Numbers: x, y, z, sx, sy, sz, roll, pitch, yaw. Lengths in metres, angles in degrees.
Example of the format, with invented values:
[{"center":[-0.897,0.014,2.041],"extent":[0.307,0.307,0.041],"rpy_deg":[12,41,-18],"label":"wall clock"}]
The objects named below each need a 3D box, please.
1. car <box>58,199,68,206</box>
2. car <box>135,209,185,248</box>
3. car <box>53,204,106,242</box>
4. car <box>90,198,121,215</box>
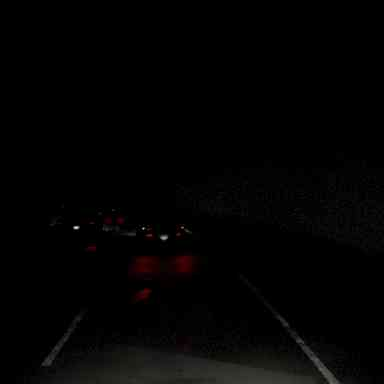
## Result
[{"center":[-13.406,1.397,32.392],"extent":[2.033,1.411,5.357],"rpy_deg":[0,0,-40],"label":"car"},{"center":[-1.432,1.451,14.287],"extent":[1.812,1.442,4.674],"rpy_deg":[0,0,-11],"label":"car"},{"center":[-5.421,1.486,16.182],"extent":[1.994,1.385,4.181],"rpy_deg":[0,0,-13],"label":"car"},{"center":[-8.141,1.341,30.815],"extent":[2.128,1.511,4.902],"rpy_deg":[0,0,-33],"label":"car"}]
